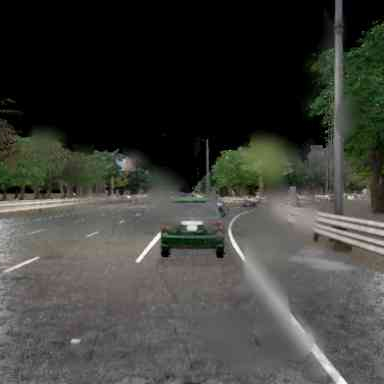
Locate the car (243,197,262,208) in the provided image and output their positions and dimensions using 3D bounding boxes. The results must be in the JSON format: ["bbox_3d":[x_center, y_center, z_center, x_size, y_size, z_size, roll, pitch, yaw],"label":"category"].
[{"bbox_3d":[8.713,1.480,47.872,1.812,1.442,4.674,0,0,26],"label":"car"}]

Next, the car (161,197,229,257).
[{"bbox_3d":[0.098,1.209,13.074,2.150,2.045,5.566,0,0,2],"label":"car"}]

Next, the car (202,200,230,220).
[{"bbox_3d":[2.173,1.505,29.197,1.812,1.442,4.674,0,0,12],"label":"car"}]
